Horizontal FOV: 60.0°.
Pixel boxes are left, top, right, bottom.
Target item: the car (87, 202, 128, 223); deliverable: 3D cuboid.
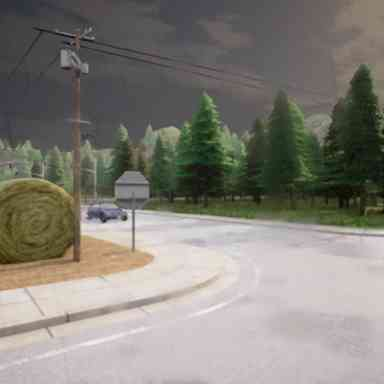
[{"bbox_3d":[-6.689,1.550,25.902,1.812,1.442,4.674,0,0,-38],"label":"car"}]
